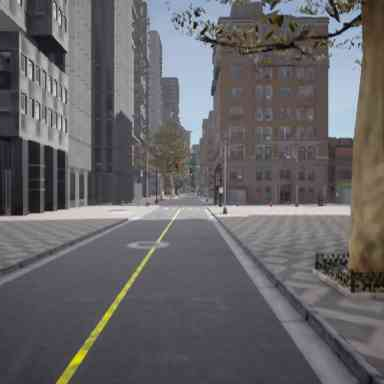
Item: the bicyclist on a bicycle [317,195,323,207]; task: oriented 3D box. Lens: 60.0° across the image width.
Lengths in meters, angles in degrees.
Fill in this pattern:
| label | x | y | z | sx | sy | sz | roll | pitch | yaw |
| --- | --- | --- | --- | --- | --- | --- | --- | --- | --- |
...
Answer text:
| label | x | y | z | sx | sy | sz | roll | pitch | yaw |
| --- | --- | --- | --- | --- | --- | --- | --- | --- | --- |
| bicyclist on a bicycle | 17.520 | 1.259 | 45.491 | 0.582 | 1.620 | 1.656 | 0 | 0 | 0 |
